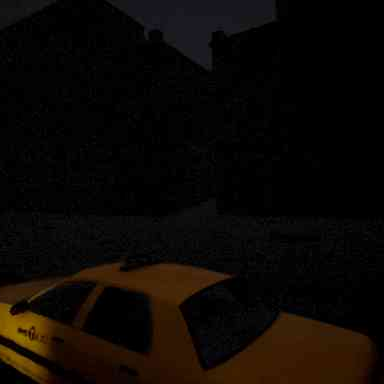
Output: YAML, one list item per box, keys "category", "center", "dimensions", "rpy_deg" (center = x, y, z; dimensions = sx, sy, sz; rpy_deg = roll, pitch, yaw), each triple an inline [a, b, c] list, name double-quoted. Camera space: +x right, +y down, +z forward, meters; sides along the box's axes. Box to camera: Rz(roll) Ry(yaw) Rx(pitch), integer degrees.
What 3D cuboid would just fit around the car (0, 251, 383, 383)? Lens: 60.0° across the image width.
- category: "car"
  center: [-0.803, 1.478, 3.895]
  dimensions: [5.366, 1.575, 1.946]
  rpy_deg: [0, 0, 35]
